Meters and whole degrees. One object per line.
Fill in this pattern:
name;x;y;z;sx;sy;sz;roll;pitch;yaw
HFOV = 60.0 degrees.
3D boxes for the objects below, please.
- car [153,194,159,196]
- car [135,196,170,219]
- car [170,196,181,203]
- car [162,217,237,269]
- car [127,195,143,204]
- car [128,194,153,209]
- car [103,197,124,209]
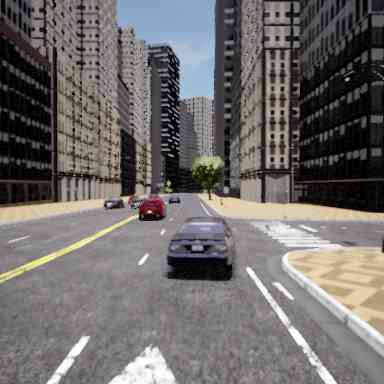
car;-6.549;1.166;57.642;2.097;1.767;4.553;0;0;0
car;-3.154;1.358;27.392;1.882;1.535;5.008;0;0;0
car;-3.149;1.367;60.863;1.994;1.385;4.181;0;0;0
car;0.468;1.547;11.078;2.033;1.411;5.357;-1;-1;8
car;-9.794;1.339;57.557;1.812;1.442;4.674;0;0;1
car;-6.585;1.355;42.149;2.128;1.511;4.902;0;0;0
car;-9.834;1.355;42.075;2.128;1.511;4.902;0;0;0
